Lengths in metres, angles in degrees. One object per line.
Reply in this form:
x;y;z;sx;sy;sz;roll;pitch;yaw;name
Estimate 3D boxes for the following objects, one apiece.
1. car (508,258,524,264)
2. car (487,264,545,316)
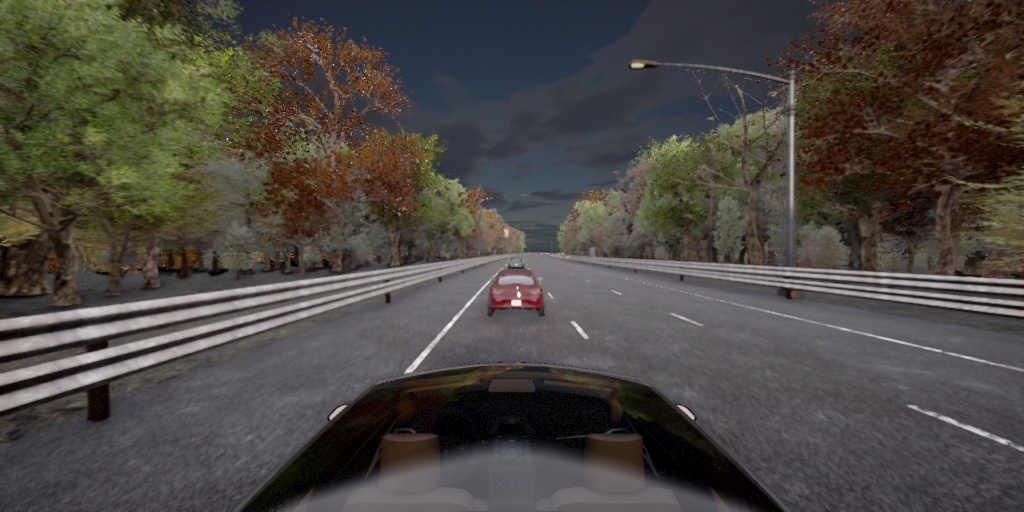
0.513;0.952;42.943;1.994;1.385;4.181;0;1;1;car
0.137;1.180;12.739;1.812;1.442;4.674;0;1;0;car
